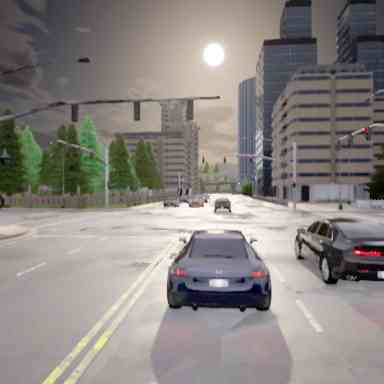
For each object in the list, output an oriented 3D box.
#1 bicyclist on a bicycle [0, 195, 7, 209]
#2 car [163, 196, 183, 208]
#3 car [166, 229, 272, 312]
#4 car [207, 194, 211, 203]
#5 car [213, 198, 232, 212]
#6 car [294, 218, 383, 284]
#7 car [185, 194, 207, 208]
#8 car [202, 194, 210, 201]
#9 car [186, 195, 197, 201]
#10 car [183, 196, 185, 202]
[{"bbox_3d":[-22.282,1.216,39.026,0.582,1.620,1.656,0,0,5],"label":"bicyclist on a bicycle"},{"bbox_3d":[-2.915,1.495,47.131,1.895,1.301,4.718,0,0,5],"label":"car"},{"bbox_3d":[0.606,1.546,7.773,1.994,1.385,4.181,0,0,4],"label":"car"},{"bbox_3d":[2.086,1.361,64.124,1.837,1.490,4.892,0,0,5],"label":"car"},{"bbox_3d":[3.502,1.418,38.167,1.837,1.490,4.892,0,0,5],"label":"car"},{"bbox_3d":[4.240,1.483,9.387,1.837,1.490,4.892,0,0,5],"label":"car"},{"bbox_3d":[0.616,1.246,47.322,2.097,1.767,4.553,0,0,5],"label":"car"},{"bbox_3d":[3.399,1.309,79.151,1.837,1.490,4.892,0,0,5],"label":"car"},{"bbox_3d":[-0.123,1.351,79.032,2.033,1.411,5.357,0,0,5],"label":"car"},{"bbox_3d":[-1.481,1.405,63.499,2.033,1.411,5.357,0,0,5],"label":"car"}]
